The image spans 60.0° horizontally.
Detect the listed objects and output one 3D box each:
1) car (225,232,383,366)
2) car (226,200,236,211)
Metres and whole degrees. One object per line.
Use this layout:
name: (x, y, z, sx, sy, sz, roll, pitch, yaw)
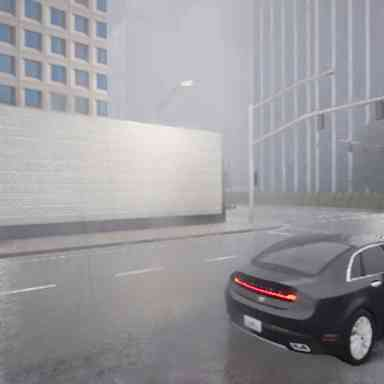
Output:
car: (2.785, 1.473, 5.785, 4.892, 1.490, 1.837, 0, 0, -35)
car: (3.016, 1.403, 38.685, 2.128, 1.511, 4.902, 0, 0, -36)
